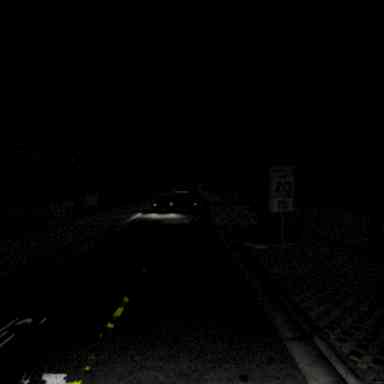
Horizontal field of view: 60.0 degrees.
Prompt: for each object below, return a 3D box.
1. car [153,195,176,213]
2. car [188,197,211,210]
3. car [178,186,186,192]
[{"bbox_3d":[-2.766,1.150,34.192,2.097,1.767,4.553,0,1,0],"label":"car"},{"bbox_3d":[0.910,1.299,38.664,1.994,1.385,4.181,0,1,15],"label":"car"},{"bbox_3d":[-2.794,-0.928,92.882,1.837,1.490,4.892,0,3,0],"label":"car"}]
